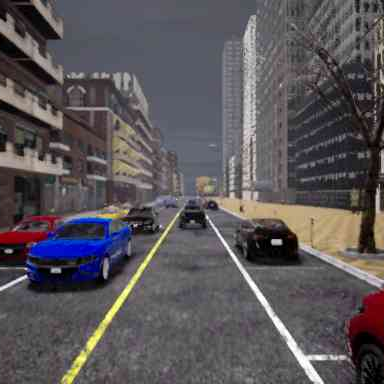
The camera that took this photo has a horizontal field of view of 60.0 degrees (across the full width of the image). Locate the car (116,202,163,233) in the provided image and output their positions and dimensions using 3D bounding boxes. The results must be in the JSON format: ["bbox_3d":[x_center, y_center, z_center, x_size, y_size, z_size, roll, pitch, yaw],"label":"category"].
[{"bbox_3d":[-3.073,1.611,20.504,1.837,1.490,4.892,0,0,0],"label":"car"}]

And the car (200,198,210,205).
[{"bbox_3d":[2.615,1.933,67.839,2.008,1.369,4.403,0,0,0],"label":"car"}]

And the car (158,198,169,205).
[{"bbox_3d":[-5.766,1.928,67.829,1.887,1.381,4.507,0,0,0],"label":"car"}]

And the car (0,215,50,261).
[{"bbox_3d":[-5.700,1.610,12.601,1.887,1.381,4.507,0,0,0],"label":"car"}]

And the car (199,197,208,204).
[{"bbox_3d":[2.602,1.892,78.884,1.967,1.590,4.097,0,0,0],"label":"car"}]

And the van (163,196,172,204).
[{"bbox_3d":[-5.779,1.794,78.875,1.690,1.788,3.998,0,0,0],"label":"van"}]

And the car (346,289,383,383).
[{"bbox_3d":[2.695,1.323,1.566,2.192,1.841,5.009,0,0,0],"label":"car"}]

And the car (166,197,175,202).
[{"bbox_3d":[-5.793,2.078,89.919,2.008,1.369,4.403,0,0,0],"label":"car"}]

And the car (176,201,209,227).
[{"bbox_3d":[0.043,1.630,23.745,1.837,1.490,4.892,0,0,0],"label":"car"}]

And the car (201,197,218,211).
[{"bbox_3d":[2.641,1.812,45.747,1.947,1.339,4.313,0,0,0],"label":"car"}]

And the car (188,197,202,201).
[{"bbox_3d":[0.041,1.773,45.843,1.812,1.442,4.674,0,0,0],"label":"car"}]

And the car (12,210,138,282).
[{"bbox_3d":[-3.102,1.530,10.090,1.882,1.535,5.008,0,0,0],"label":"car"}]

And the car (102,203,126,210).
[{"bbox_3d":[-5.713,1.648,23.477,1.752,1.417,4.829,0,0,0],"label":"car"}]

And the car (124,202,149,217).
[{"bbox_3d":[-5.727,1.749,34.692,1.947,1.339,4.313,0,0,0],"label":"car"}]

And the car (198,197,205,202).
[{"bbox_3d":[2.582,2.109,95.452,1.887,1.381,4.507,0,0,0],"label":"car"}]

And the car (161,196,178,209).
[{"bbox_3d":[-3.125,1.831,51.798,2.033,1.411,5.357,0,0,0],"label":"car"}]

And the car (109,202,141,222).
[{"bbox_3d":[-5.720,1.677,29.000,1.752,1.417,4.829,0,0,0],"label":"car"}]

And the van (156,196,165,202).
[{"bbox_3d":[-5.759,1.690,62.308,1.690,1.788,3.998,0,0,0],"label":"van"}]

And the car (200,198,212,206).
[{"bbox_3d":[2.621,1.898,62.315,2.008,1.369,4.403,0,0,0],"label":"car"}]

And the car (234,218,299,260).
[{"bbox_3d":[2.680,1.630,12.610,1.947,1.339,4.313,0,0,0],"label":"car"}]

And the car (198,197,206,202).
[{"bbox_3d":[2.588,2.092,89.929,1.947,1.339,4.313,0,0,0],"label":"car"}]
